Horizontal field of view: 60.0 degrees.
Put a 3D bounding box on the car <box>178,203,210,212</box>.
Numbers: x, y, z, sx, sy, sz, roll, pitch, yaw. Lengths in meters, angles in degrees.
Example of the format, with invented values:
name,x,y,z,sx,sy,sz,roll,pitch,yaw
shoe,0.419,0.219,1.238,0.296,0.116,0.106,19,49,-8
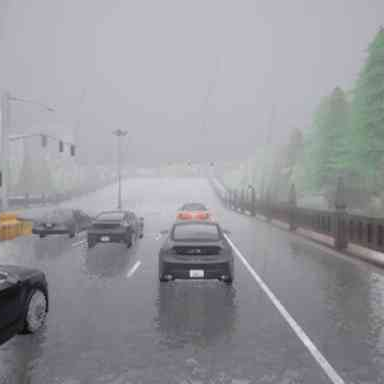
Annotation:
name,x,y,z,sx,sy,sz,roll,pitch,yaw
car,0.113,1.493,21.988,2.097,1.767,4.553,0,-1,0

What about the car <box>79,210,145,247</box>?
name,x,y,z,sx,sy,sz,roll,pitch,yaw
car,-3.391,1.605,15.442,1.837,1.490,4.892,0,0,0

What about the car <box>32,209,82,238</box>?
name,x,y,z,sx,sy,sz,roll,pitch,yaw
car,-6.890,1.667,18.527,2.033,1.411,5.357,0,0,0

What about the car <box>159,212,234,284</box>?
name,x,y,z,sx,sy,sz,roll,pitch,yaw
car,0.105,1.569,9.784,1.837,1.490,4.892,0,0,0

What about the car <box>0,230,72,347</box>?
name,x,y,z,sx,sy,sz,roll,pitch,yaw
car,-3.399,1.517,3.878,2.128,1.511,4.902,0,0,0
